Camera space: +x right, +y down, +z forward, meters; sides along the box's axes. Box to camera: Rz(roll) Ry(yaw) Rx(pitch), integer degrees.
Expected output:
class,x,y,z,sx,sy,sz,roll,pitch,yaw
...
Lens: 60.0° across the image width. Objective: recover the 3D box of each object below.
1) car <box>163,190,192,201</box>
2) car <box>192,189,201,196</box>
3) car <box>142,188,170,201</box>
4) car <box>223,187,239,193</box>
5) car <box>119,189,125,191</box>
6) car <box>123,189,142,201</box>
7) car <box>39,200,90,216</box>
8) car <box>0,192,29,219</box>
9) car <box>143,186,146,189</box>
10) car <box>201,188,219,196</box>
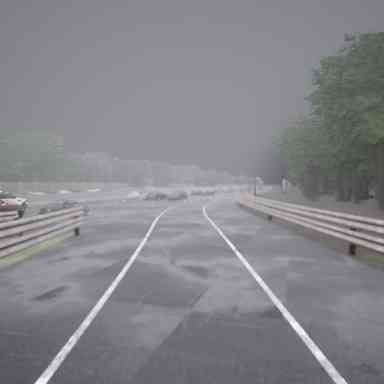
class,x,y,z,sx,sy,sz,roll,pitch,yaw
car,-2.119,0.643,51.026,2.033,1.411,5.357,0,1,17
car,1.104,0.103,73.131,1.812,1.442,4.674,0,1,17
car,-5.458,0.587,52.074,2.128,1.511,4.902,0,1,17
car,11.000,-0.396,93.121,2.033,1.411,5.357,0,1,17
car,-18.820,-0.154,91.542,2.033,1.411,5.357,0,1,17
car,-8.800,0.622,53.110,1.812,1.442,4.674,0,1,17
car,-9.877,1.277,26.129,1.994,1.385,4.181,0,1,17
car,-14.302,1.152,23.693,2.097,1.767,4.553,0,1,17
car,-15.389,-0.176,90.791,2.128,1.511,4.902,0,1,17
car,3.849,0.151,70.177,1.812,1.442,4.674,0,1,17
